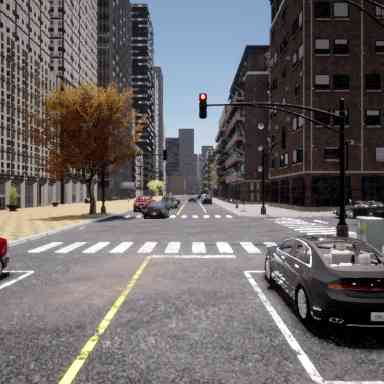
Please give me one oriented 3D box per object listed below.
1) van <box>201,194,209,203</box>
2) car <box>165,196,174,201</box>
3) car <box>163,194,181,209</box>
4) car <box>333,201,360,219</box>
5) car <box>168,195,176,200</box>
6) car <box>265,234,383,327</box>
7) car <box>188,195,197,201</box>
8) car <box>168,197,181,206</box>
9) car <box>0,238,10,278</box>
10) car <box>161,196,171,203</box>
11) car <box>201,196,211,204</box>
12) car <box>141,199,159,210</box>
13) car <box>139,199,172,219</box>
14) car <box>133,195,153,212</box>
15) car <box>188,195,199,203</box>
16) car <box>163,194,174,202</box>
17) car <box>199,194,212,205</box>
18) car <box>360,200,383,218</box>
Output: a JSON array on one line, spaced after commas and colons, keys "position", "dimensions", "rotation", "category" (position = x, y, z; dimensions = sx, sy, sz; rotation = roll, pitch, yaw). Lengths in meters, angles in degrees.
[{"position": [2.799, 1.402, 72.474], "dimensions": [1.690, 1.788, 3.998], "rotation": [0, 0, 0], "category": "van"}, {"position": [-5.564, 1.632, 83.532], "dimensions": [2.008, 1.369, 4.403], "rotation": [0, 0, 0], "category": "car"}, {"position": [-3.029, 1.379, 46.351], "dimensions": [2.097, 1.767, 4.553], "rotation": [0, 0, -1], "category": "car"}, {"position": [13.465, 1.350, 26.337], "dimensions": [4.403, 1.369, 2.008], "rotation": [-1, 1, 0], "category": "car"}, {"position": [-5.547, 1.654, 94.578], "dimensions": [2.008, 1.369, 4.403], "rotation": [0, 0, 0], "category": "car"}, {"position": [2.698, 1.551, 6.948], "dimensions": [2.008, 1.369, 4.403], "rotation": [0, 0, 0], "category": "car"}, {"position": [0.121, 1.462, 79.084], "dimensions": [2.033, 1.411, 5.357], "rotation": [0, 0, 0], "category": "car"}, {"position": [-2.994, 1.641, 58.286], "dimensions": [1.895, 1.301, 4.718], "rotation": [0, 0, 0], "category": "car"}, {"position": [-5.682, 1.545, 6.961], "dimensions": [1.887, 1.381, 4.507], "rotation": [0, 0, 0], "category": "car"}, {"position": [-5.581, 1.627, 72.487], "dimensions": [1.947, 1.339, 4.313], "rotation": [0, 0, 0], "category": "car"}, {"position": [2.792, 1.578, 67.120], "dimensions": [1.752, 1.417, 4.829], "rotation": [0, 0, 0], "category": "car"}, {"position": [-5.624, 1.592, 44.872], "dimensions": [1.947, 1.339, 4.313], "rotation": [0, 0, 0], "category": "car"}, {"position": [-3.056, 1.576, 28.947], "dimensions": [1.994, 1.385, 4.181], "rotation": [0, 0, 0], "category": "car"}, {"position": [-5.633, 1.336, 39.349], "dimensions": [2.192, 1.841, 5.009], "rotation": [0, 0, 0], "category": "car"}, {"position": [0.104, 1.547, 68.661], "dimensions": [2.128, 1.511, 4.902], "rotation": [0, 0, 0], "category": "car"}, {"position": [-5.573, 1.386, 78.009], "dimensions": [2.192, 1.841, 5.009], "rotation": [0, 0, 0], "category": "car"}, {"position": [2.783, 1.611, 61.427], "dimensions": [1.947, 1.339, 4.313], "rotation": [0, 0, 0], "category": "car"}, {"position": [14.773, 1.345, 23.769], "dimensions": [4.181, 1.385, 1.994], "rotation": [-1, 0, 0], "category": "car"}]
